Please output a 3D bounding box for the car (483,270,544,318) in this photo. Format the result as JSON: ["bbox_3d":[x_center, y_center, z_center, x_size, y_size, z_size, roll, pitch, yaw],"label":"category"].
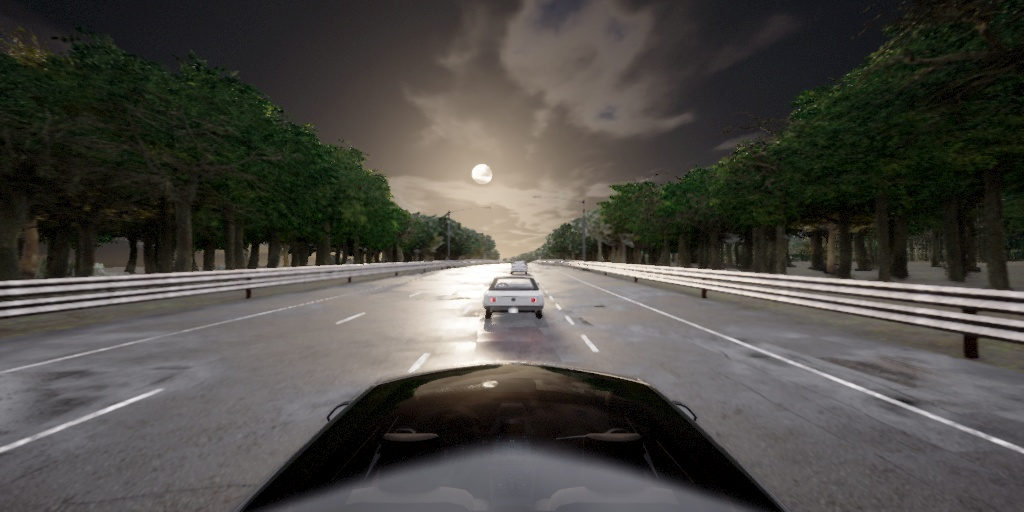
[{"bbox_3d":[0.073,1.361,13.030,1.895,1.301,4.718,0,0,1],"label":"car"}]

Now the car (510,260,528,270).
[{"bbox_3d":[0.834,1.366,41.917,1.812,1.442,4.674,0,0,2],"label":"car"}]
